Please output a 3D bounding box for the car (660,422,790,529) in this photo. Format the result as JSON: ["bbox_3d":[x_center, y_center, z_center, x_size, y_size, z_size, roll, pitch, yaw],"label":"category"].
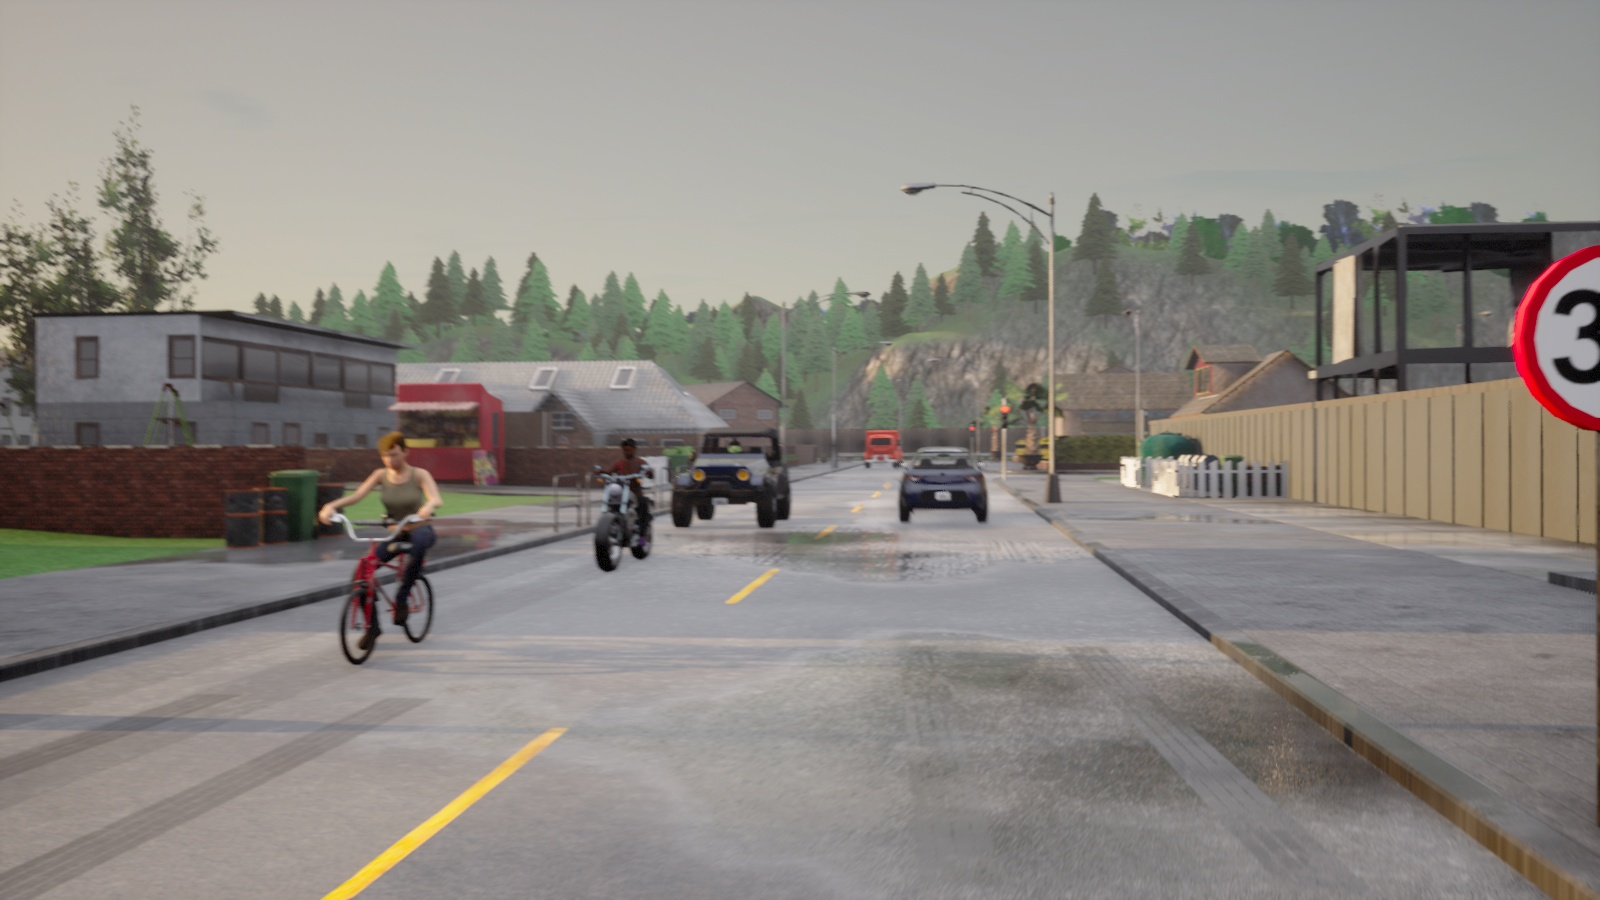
[{"bbox_3d":[-1.354,0.443,24.247,1.905,1.878,3.866,0,0,6],"label":"car"}]

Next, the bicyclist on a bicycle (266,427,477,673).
[{"bbox_3d":[-3.017,0.651,9.018,0.866,1.612,1.509,0,0,6],"label":"bicyclist on a bicycle"}]

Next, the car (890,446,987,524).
[{"bbox_3d":[2.856,0.651,25.936,1.816,1.474,4.193,0,0,6],"label":"car"}]

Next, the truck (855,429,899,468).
[{"bbox_3d":[5.180,-0.100,83.761,2.627,2.467,5.204,0,0,6],"label":"truck"}]

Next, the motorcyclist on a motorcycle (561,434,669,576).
[{"bbox_3d":[-2.280,0.635,15.808,0.766,1.649,2.350,0,0,6],"label":"motorcyclist on a motorcycle"}]
